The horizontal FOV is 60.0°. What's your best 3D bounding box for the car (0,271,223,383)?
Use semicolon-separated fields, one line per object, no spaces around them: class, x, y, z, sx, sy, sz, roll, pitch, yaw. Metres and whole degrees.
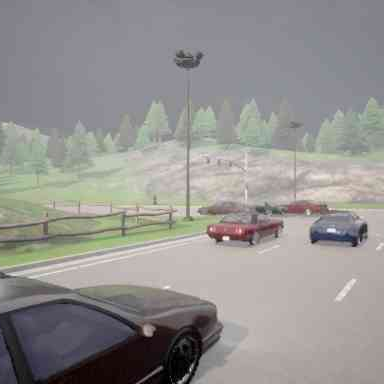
car;-1.766;1.548;2.904;2.033;1.411;5.357;0;0;35

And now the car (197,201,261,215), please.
car;3.065;1.547;30.140;5.357;1.411;2.033;0;0;33

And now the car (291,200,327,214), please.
car;10.519;1.477;32.057;1.882;1.535;5.008;1;-1;-36

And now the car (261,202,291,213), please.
car;6.581;1.601;31.582;4.718;1.301;1.895;0;0;45

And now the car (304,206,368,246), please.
car;6.892;1.564;15.461;1.994;1.385;4.181;0;0;34

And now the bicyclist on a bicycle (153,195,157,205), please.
bicyclist on a bicycle;-5.785;1.302;51.925;0.582;1.620;1.656;0;0;14

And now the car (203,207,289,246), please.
car;2.651;1.601;15.401;1.895;1.301;4.718;0;0;34
